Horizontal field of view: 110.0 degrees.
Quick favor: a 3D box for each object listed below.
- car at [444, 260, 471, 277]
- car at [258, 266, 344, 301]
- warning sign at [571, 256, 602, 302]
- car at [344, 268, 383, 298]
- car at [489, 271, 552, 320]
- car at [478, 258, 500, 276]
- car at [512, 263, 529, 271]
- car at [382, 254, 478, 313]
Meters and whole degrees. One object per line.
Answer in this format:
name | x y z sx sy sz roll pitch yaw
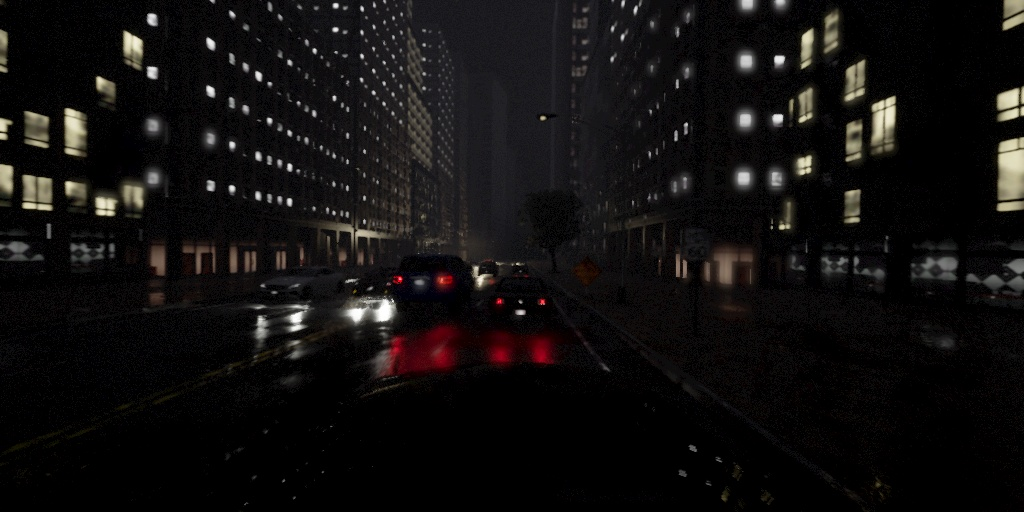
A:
car | -5.689 1.263 37.985 1.882 1.535 5.008 1 0 1
car | -9.542 1.193 16.804 1.812 1.442 4.674 1 0 1
warning sign | 3.112 0.934 15.108 1.300 1.860 1.060 0 0 1
car | -6.264 1.274 17.959 1.994 1.385 4.181 1 0 1
car | 0.316 1.379 12.759 1.895 1.301 4.718 1 0 1
car | -2.390 1.295 37.068 2.128 1.511 4.902 1 0 2
car | 1.030 1.460 43.091 1.895 1.301 4.718 1 0 1
car | -2.900 0.963 14.200 2.150 2.045 5.566 1 0 1
